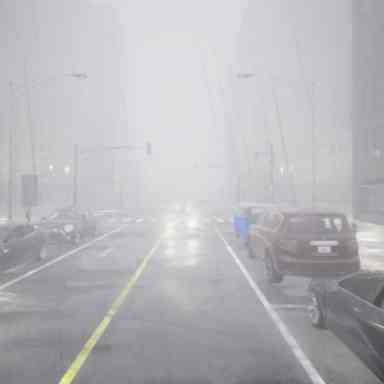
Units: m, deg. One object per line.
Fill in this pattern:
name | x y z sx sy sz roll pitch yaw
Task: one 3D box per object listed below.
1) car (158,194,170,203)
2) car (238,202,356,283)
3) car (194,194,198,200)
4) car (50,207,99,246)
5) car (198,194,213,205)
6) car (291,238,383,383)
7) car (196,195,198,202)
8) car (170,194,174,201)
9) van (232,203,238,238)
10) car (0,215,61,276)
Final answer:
car | -6.205 1.560 70.112 1.967 1.590 4.097 0 0 -1
car | 2.858 1.326 9.571 2.192 1.841 5.009 0 0 0
car | 2.069 1.732 81.594 1.802 1.307 4.206 0 0 -1
car | -5.669 1.458 15.088 1.967 1.590 4.097 0 0 0
car | 2.568 1.534 58.984 1.967 1.590 4.097 0 0 -1
car | 2.858 1.571 4.046 1.947 1.339 4.313 0 0 0
car | 2.319 1.701 70.291 1.802 1.307 4.206 0 0 -1
car | -6.580 1.490 87.073 2.192 1.841 5.009 0 0 -1
van | 2.857 1.359 15.094 1.690 1.788 3.998 0 0 0
car | -5.668 1.578 9.563 1.947 1.339 4.313 0 0 0
